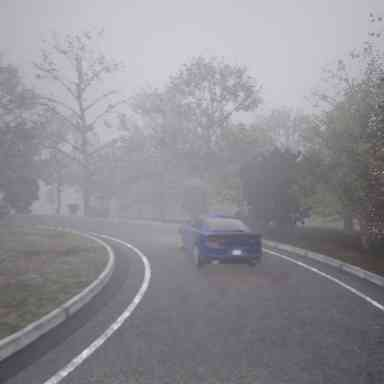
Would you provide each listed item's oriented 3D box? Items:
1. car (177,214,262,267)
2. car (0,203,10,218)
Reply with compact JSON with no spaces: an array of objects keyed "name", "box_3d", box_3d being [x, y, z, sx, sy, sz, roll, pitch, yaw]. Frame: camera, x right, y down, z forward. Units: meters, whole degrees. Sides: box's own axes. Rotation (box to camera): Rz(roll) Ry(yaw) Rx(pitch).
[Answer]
[{"name":"car","box_3d":[0.760,1.517,11.675,1.882,1.535,5.008,2,0,-12]},{"name":"car","box_3d":[-15.669,1.135,23.631,5.008,1.535,1.882,1,-1,0]}]
